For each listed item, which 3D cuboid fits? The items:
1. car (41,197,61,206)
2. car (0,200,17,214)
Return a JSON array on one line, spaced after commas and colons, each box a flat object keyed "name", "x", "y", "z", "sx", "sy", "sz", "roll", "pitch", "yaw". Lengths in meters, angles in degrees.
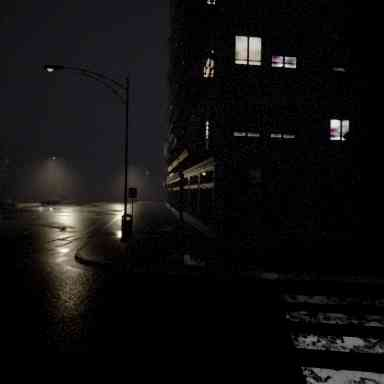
[{"name": "car", "x": -21.757, "y": 1.496, "z": 51.376, "sx": 1.895, "sy": 1.301, "sz": 4.718, "roll": 1, "pitch": 0, "yaw": -6}, {"name": "car", "x": -19.754, "y": 1.496, "z": 34.014, "sx": 1.895, "sy": 1.301, "sz": 4.718, "roll": 1, "pitch": 0, "yaw": -7}]
